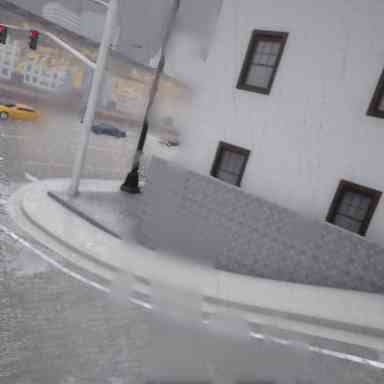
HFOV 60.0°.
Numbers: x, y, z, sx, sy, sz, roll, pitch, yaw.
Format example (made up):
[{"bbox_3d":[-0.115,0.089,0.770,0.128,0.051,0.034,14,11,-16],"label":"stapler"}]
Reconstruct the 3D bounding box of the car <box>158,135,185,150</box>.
[{"bbox_3d":[-2.956,-7.427,50.039,2.128,1.511,4.902,24,14,35],"label":"car"}]

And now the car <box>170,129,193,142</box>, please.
[{"bbox_3d":[-2.506,-13.273,78.291,4.974,1.542,2.038,14,12,-11],"label":"car"}]

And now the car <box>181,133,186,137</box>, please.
[{"bbox_3d":[-2.512,-13.434,78.250,4.536,1.218,1.853,14,12,-11],"label":"car"}]

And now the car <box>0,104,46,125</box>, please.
[{"bbox_3d":[-16.534,-7.621,31.832,1.882,1.535,5.008,24,14,34],"label":"car"}]

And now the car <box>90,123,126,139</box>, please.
[{"bbox_3d":[-10.347,-7.474,40.171,2.033,1.411,5.357,24,14,35],"label":"car"}]
